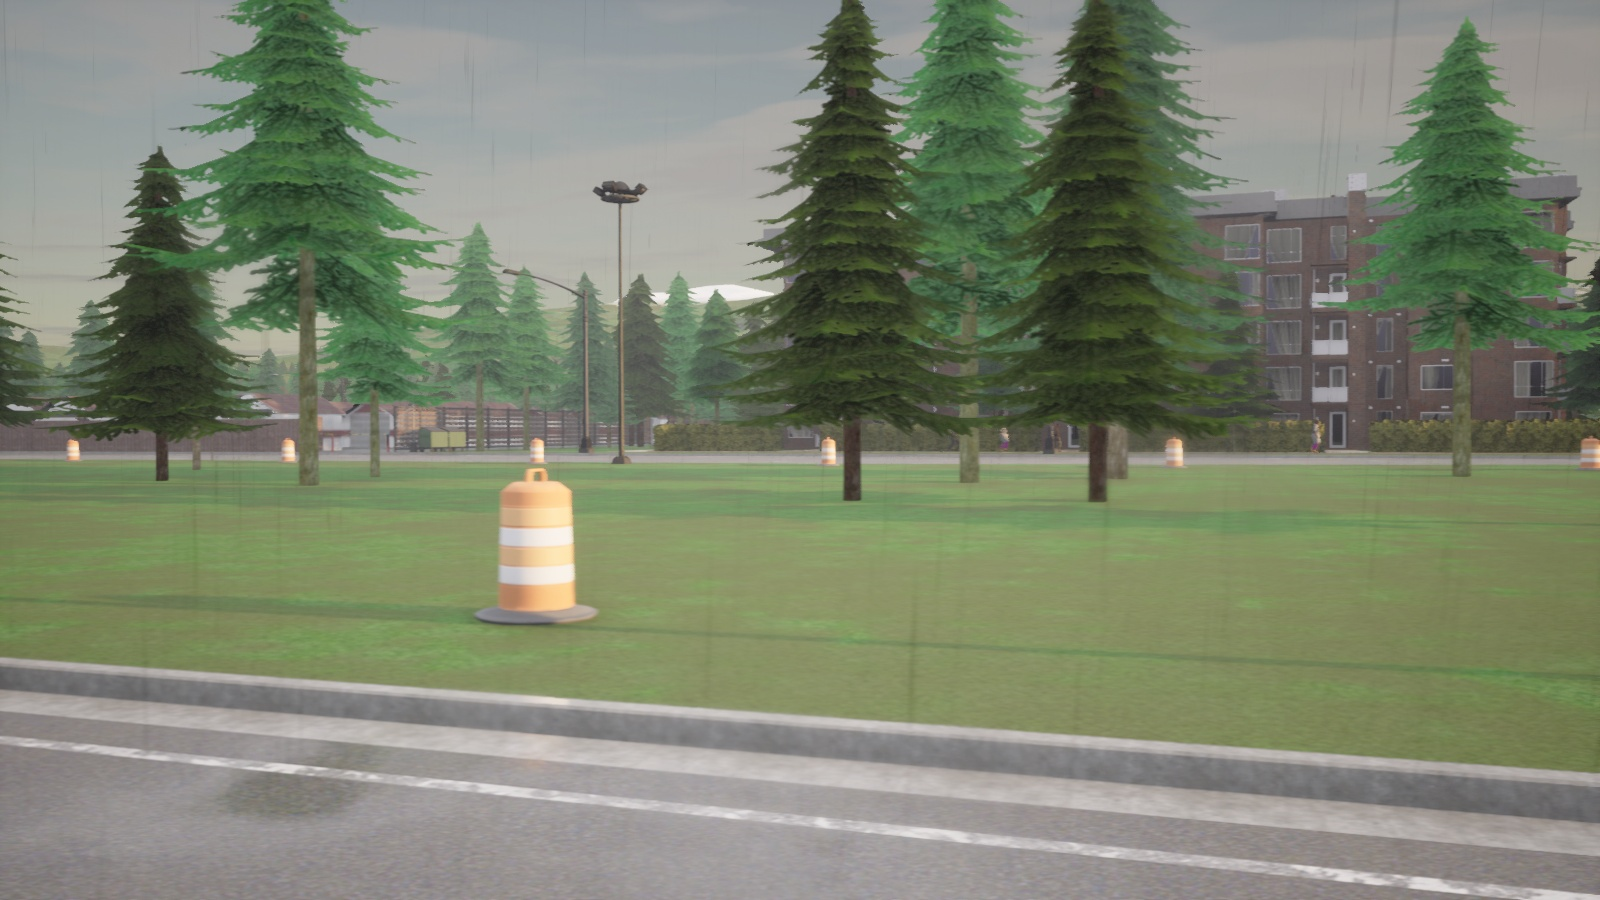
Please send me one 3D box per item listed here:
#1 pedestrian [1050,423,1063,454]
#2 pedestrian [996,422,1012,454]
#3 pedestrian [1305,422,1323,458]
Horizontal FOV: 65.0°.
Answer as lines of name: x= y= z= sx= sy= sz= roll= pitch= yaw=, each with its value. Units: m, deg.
pedestrian: x=15.254 y=-0.685 z=74.767 sx=0.703 sy=1.840 sz=0.431 roll=1 pitch=1 yaw=20
pedestrian: x=12.353 y=-0.717 z=76.086 sx=0.873 sy=1.952 sz=0.659 roll=1 pitch=1 yaw=19
pedestrian: x=28.781 y=-0.562 z=70.300 sx=0.873 sy=1.952 sz=0.659 roll=1 pitch=1 yaw=20
